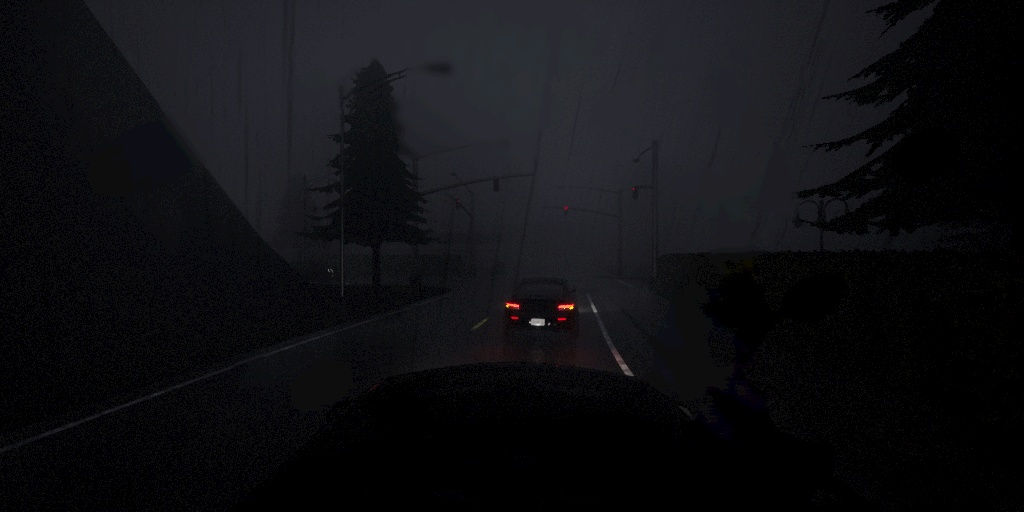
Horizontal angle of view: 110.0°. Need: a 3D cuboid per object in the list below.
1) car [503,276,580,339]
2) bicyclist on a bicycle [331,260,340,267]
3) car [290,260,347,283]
[{"bbox_3d":[0.921,1.276,10.097,1.812,1.442,4.674,0,0,9],"label":"car"},{"bbox_3d":[-17.361,1.203,35.377,0.582,1.620,1.656,0,0,8],"label":"bicyclist on a bicycle"},{"bbox_3d":[-15.341,1.102,27.955,4.553,1.767,2.097,0,0,9],"label":"car"}]
